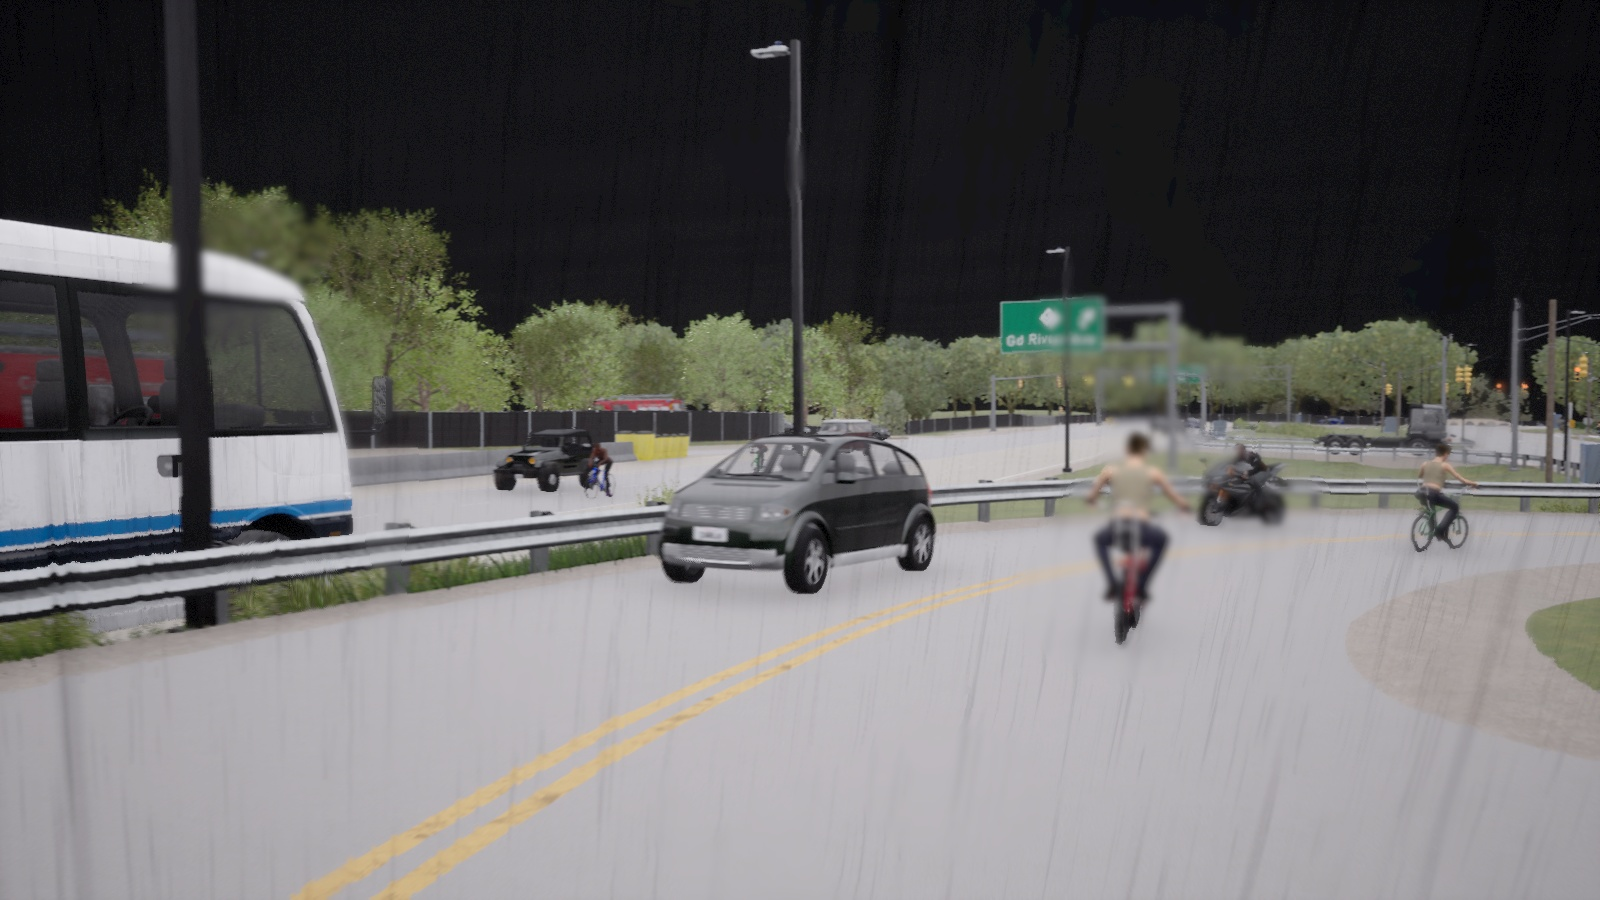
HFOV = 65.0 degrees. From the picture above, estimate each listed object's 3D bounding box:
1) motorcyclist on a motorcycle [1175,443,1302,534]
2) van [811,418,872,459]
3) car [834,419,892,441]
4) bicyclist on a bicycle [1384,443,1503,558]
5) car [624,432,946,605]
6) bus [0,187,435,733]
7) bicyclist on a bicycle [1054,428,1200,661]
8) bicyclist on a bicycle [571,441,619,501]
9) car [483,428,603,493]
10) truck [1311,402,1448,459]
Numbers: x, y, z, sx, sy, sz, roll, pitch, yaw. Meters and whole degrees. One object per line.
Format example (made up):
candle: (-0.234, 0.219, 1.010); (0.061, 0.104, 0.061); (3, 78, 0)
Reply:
motorcyclist on a motorcycle: (7.874, 0.679, 22.538); (2.191, 1.530, 0.866); (1, 2, -30)
van: (2.195, -0.629, 65.396); (1.775, 1.987, 4.442); (1, 2, 21)
car: (4.773, -1.524, 95.282); (3.988, 1.617, 1.851); (1, 3, 23)
bicyclist on a bicycle: (9.688, 0.741, 18.906); (1.509, 1.612, 0.866); (1, 3, -33)
car: (-0.013, 0.612, 13.453); (1.789, 1.549, 3.705); (1, 1, 30)
bus: (-8.019, 0.056, 10.666); (3.944, 4.253, 10.273); (1, 2, 21)
bicyclist on a bicycle: (2.561, 0.662, 9.719); (0.866, 1.612, 1.509); (3, 1, 21)
bicyclist on a bicycle: (-5.787, 0.573, 35.528); (0.582, 1.620, 1.656); (1, 2, 21)
car: (-8.001, 0.281, 39.457); (1.905, 1.878, 3.866); (1, 2, 21)
truck: (37.865, -1.336, 82.352); (7.936, 3.462, 2.891); (2, 3, 23)
